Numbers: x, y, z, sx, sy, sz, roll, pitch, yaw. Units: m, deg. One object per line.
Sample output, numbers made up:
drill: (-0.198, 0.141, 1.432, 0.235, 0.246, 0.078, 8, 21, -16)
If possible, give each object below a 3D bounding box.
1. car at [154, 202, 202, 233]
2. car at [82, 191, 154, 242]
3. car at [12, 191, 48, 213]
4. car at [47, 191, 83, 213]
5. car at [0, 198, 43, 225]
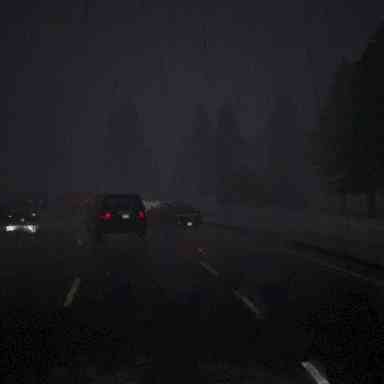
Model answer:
car: (-1.138, 1.316, 18.407, 2.128, 1.511, 4.902, 0, 0, -25)
car: (-3.769, 1.076, 16.024, 2.150, 2.045, 5.566, 0, 0, -23)
car: (-15.413, 0.962, 31.380, 5.566, 2.045, 2.150, 0, 1, 43)
car: (-11.741, 0.938, 32.703, 5.566, 2.045, 2.150, 0, 1, 44)
car: (-12.335, 1.360, 22.969, 2.033, 1.411, 5.357, -1, 1, -40)
